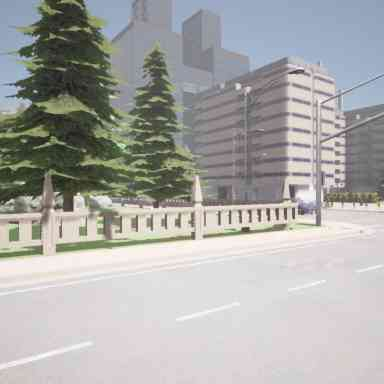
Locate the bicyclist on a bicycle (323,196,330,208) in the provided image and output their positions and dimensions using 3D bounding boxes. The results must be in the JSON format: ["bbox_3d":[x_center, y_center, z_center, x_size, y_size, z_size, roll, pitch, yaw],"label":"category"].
[{"bbox_3d":[17.409,1.302,43.008,1.656,1.620,0.582,0,0,-35],"label":"bicyclist on a bicycle"}]

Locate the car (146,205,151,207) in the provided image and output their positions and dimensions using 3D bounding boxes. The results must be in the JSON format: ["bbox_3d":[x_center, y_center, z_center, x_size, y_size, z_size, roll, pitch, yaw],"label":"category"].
[{"bbox_3d":[-6.491,1.601,51.648,1.895,1.301,4.718,0,0,-35],"label":"car"}]

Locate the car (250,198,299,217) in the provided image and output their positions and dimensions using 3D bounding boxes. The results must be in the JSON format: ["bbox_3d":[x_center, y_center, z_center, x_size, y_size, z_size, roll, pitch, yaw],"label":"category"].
[{"bbox_3d":[7.409,1.504,32.082,1.837,1.490,4.892,0,0,-35],"label":"car"}]

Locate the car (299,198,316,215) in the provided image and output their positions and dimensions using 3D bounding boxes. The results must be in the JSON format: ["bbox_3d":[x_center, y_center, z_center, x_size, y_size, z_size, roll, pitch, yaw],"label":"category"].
[{"bbox_3d":[10.453,1.352,33.844,2.097,1.767,4.553,0,0,-35],"label":"car"}]
